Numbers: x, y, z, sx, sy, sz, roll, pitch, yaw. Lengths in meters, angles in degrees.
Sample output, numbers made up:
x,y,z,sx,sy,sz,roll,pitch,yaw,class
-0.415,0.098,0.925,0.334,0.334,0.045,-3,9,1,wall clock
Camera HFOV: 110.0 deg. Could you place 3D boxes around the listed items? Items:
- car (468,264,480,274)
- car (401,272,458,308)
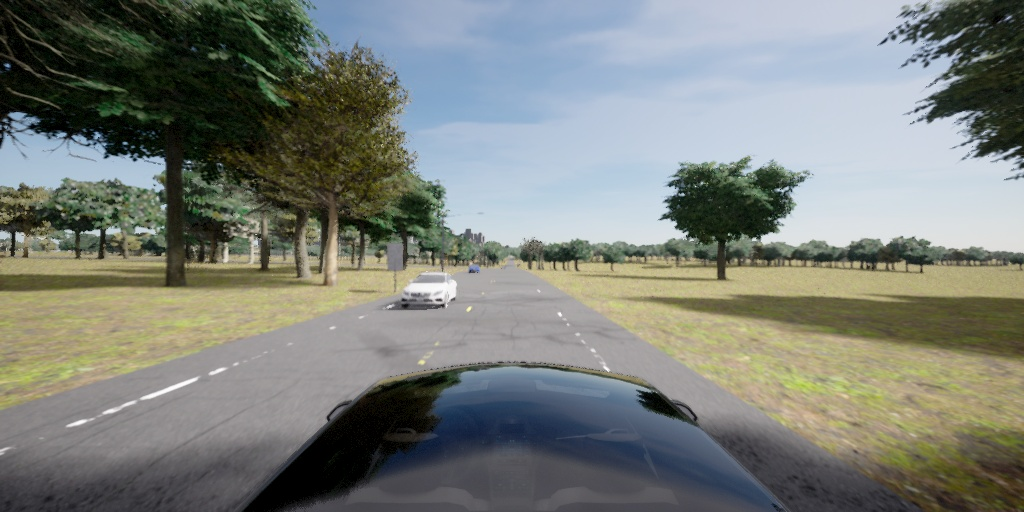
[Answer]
x,y,z,sx,sy,sz,roll,pitch,yaw,class
-6.378,2.150,60.411,1.882,1.535,5.008,0,-1,-5,car
-3.601,1.459,16.367,1.812,1.442,4.674,0,-1,0,car
